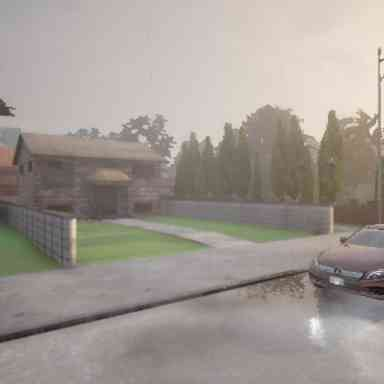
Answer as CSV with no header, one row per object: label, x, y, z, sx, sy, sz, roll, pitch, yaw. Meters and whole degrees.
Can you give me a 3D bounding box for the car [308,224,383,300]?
car,4.798,1.524,8.028,4.674,1.442,1.812,0,0,-35
